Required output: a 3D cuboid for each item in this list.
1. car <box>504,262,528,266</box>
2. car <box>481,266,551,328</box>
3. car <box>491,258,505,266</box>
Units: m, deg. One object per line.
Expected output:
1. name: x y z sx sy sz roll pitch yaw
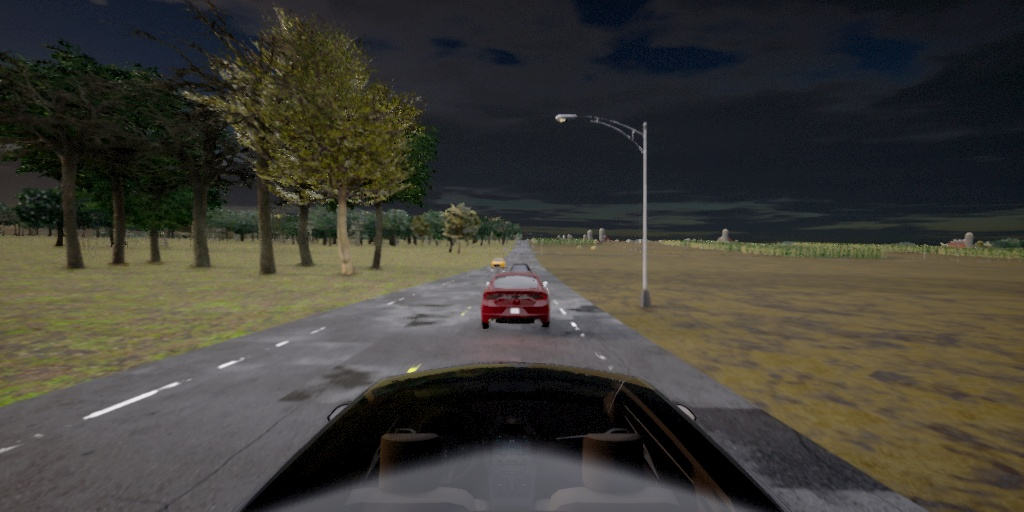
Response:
1. car: 0.673 1.289 28.325 1.994 1.385 4.181 0 0 3
2. car: 0.148 1.229 11.443 1.882 1.535 5.008 0 0 2
3. car: -1.967 1.085 52.325 1.882 1.535 5.008 0 0 3
